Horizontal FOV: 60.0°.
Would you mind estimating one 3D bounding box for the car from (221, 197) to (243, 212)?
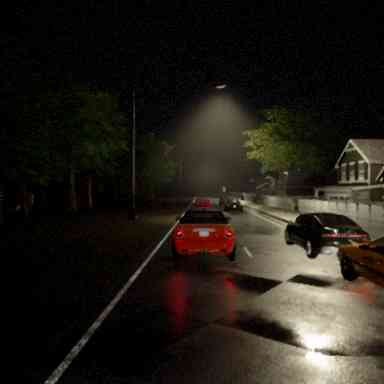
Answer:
[{"bbox_3d":[4.619,1.491,37.246,1.994,1.385,4.181,0,0,3],"label":"car"}]

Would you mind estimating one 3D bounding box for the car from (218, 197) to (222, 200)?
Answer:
[{"bbox_3d":[4.947,1.410,49.596,2.033,1.411,5.357,0,0,2],"label":"car"}]

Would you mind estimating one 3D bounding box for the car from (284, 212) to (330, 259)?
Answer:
[{"bbox_3d":[4.899,1.525,12.661,1.837,1.490,4.892,0,0,2],"label":"car"}]

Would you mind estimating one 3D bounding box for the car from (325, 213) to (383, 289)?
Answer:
[{"bbox_3d":[4.727,1.480,6.854,1.801,1.575,5.366,0,0,2],"label":"car"}]

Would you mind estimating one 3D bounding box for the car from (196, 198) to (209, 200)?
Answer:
[{"bbox_3d":[1.128,1.397,35.555,1.882,1.535,5.008,0,0,2],"label":"car"}]

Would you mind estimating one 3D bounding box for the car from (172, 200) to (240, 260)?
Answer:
[{"bbox_3d":[0.448,1.349,12.686,2.097,1.767,4.553,0,0,2],"label":"car"}]
